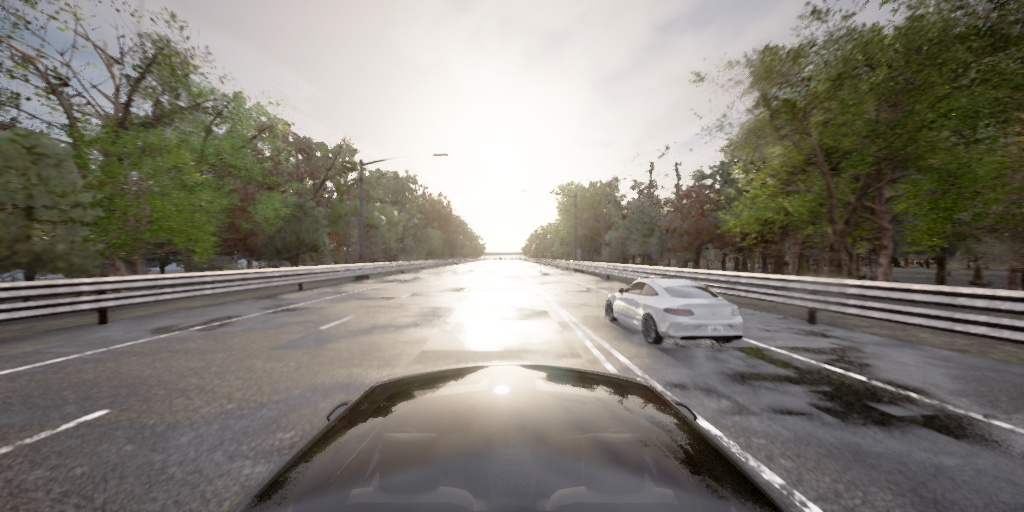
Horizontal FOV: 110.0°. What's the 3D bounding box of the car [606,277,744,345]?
[{"bbox_3d":[3.921,1.279,9.387,1.812,1.442,4.674,0,0,-3],"label":"car"}]
